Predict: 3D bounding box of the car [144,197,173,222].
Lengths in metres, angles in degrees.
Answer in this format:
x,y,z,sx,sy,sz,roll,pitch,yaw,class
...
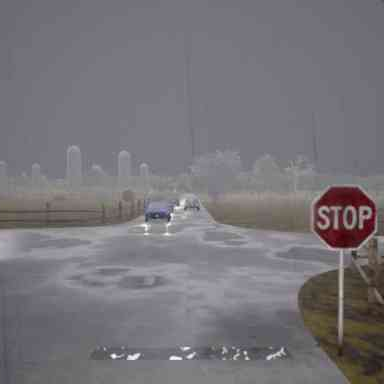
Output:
x,y,z,sx,sy,sz,roll,pitch,yaw,class
-2.658,1.456,26.185,1.882,1.535,5.008,0,0,-4,car

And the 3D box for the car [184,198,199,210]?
x,y,z,sx,sy,sz,roll,pitch,yaw,class
-0.024,1.501,41.798,2.033,1.411,5.357,0,0,0,car

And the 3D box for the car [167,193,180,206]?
x,y,z,sx,sy,sz,roll,pitch,yaw,class
-2.981,1.159,51.128,2.150,2.045,5.566,0,0,0,car

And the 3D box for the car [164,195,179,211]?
x,y,z,sx,sy,sz,roll,pitch,yaw,class
-2.956,1.452,37.532,2.128,1.511,4.902,0,0,0,car
